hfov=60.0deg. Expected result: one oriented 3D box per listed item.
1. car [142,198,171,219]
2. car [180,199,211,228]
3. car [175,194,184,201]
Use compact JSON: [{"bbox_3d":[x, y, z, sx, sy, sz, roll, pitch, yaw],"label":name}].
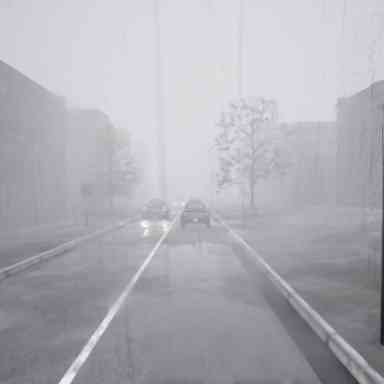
[{"bbox_3d":[-2.936,1.328,28.295,2.097,1.767,4.553,0,0,0],"label":"car"},{"bbox_3d":[0.221,1.473,22.260,2.128,1.511,4.902,0,0,0],"label":"car"},{"bbox_3d":[-2.584,1.171,69.140,1.895,1.301,4.718,0,2,0],"label":"car"}]
